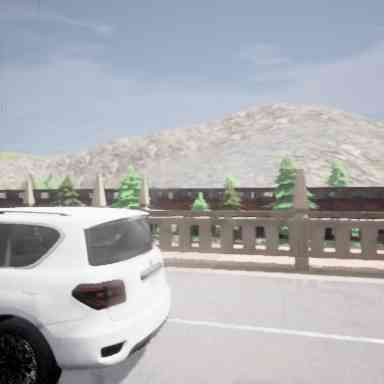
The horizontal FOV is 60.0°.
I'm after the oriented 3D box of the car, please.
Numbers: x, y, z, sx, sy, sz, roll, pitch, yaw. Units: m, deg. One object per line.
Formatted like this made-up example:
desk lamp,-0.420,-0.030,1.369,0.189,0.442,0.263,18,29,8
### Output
car,-3.078,1.250,4.910,5.566,2.045,2.150,0,0,16
